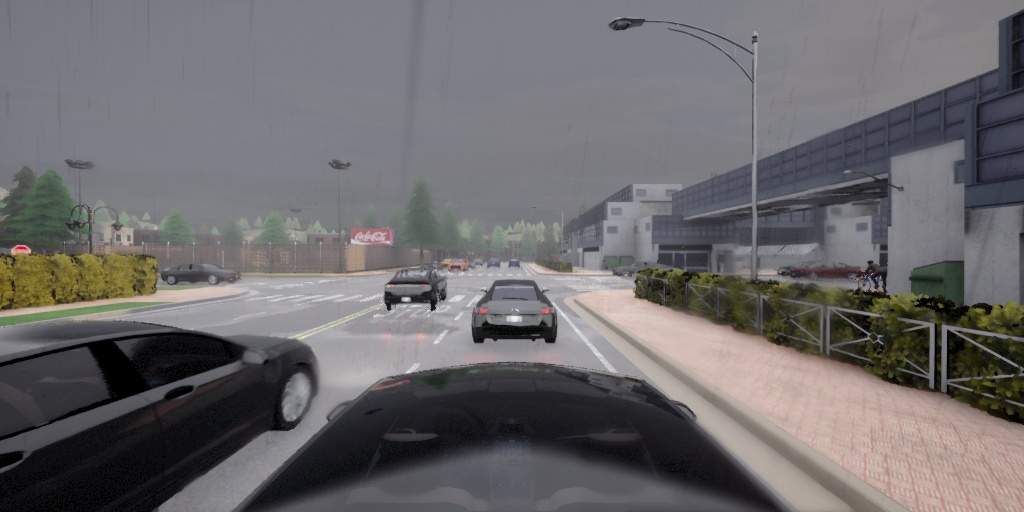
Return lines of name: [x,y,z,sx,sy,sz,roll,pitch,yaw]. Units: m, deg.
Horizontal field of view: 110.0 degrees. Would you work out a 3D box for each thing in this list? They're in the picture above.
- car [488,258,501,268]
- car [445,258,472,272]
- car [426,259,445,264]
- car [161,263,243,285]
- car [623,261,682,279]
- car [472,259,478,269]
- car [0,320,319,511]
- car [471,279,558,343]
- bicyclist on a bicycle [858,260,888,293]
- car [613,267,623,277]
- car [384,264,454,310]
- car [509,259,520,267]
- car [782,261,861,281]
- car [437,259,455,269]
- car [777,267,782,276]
car: [-3.105,1.102,63.094,2.097,1.767,4.553,0,0,1]
car: [-6.941,1.102,46.641,2.097,1.767,4.553,0,0,1]
car: [-10.431,1.314,47.785,1.994,1.385,4.181,0,0,1]
car: [-21.835,1.238,25.335,4.892,1.490,1.837,0,0,0]
car: [11.833,1.313,29.655,4.181,1.385,1.994,0,0,-1]
car: [-6.861,1.350,55.676,1.895,1.301,4.718,0,0,1]
car: [-3.394,1.255,2.675,1.837,1.490,4.892,0,0,0]
car: [0.071,1.314,9.676,1.994,1.385,4.181,0,0,1]
bicyclist on a bicycle: [18.320,1.053,18.167,0.582,1.620,1.656,0,0,0]
car: [11.822,1.254,33.172,4.892,1.490,1.837,0,0,1]
car: [-3.757,1.242,14.553,2.128,1.511,4.902,0,0,-4]
car: [0.411,1.227,64.964,1.882,1.535,5.008,0,0,1]
car: [25.781,1.227,29.641,5.008,1.535,1.882,0,0,0]
car: [-10.345,1.227,56.922,1.882,1.535,5.008,0,0,1]
car: [27.287,1.241,33.139,4.902,1.511,2.128,0,0,0]
